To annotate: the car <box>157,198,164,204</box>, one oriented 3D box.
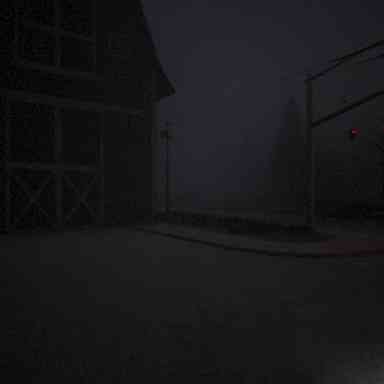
[{"bbox_3d":[-6.084,1.540,50.010,1.895,1.301,4.718,0,0,-34],"label":"car"}]
